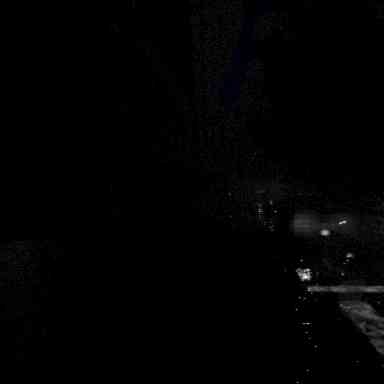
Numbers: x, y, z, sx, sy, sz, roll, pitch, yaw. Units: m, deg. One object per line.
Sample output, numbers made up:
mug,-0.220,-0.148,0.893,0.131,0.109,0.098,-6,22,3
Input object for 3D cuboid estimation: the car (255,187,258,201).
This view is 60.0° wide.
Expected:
car,7.095,0.073,32.239,1.895,1.301,4.718,-2,3,8

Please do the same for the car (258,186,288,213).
car,5.666,0.441,22.038,1.882,1.535,5.008,-2,2,8

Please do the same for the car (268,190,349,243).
car,4.389,0.887,12.726,2.128,1.511,4.902,-2,2,7
